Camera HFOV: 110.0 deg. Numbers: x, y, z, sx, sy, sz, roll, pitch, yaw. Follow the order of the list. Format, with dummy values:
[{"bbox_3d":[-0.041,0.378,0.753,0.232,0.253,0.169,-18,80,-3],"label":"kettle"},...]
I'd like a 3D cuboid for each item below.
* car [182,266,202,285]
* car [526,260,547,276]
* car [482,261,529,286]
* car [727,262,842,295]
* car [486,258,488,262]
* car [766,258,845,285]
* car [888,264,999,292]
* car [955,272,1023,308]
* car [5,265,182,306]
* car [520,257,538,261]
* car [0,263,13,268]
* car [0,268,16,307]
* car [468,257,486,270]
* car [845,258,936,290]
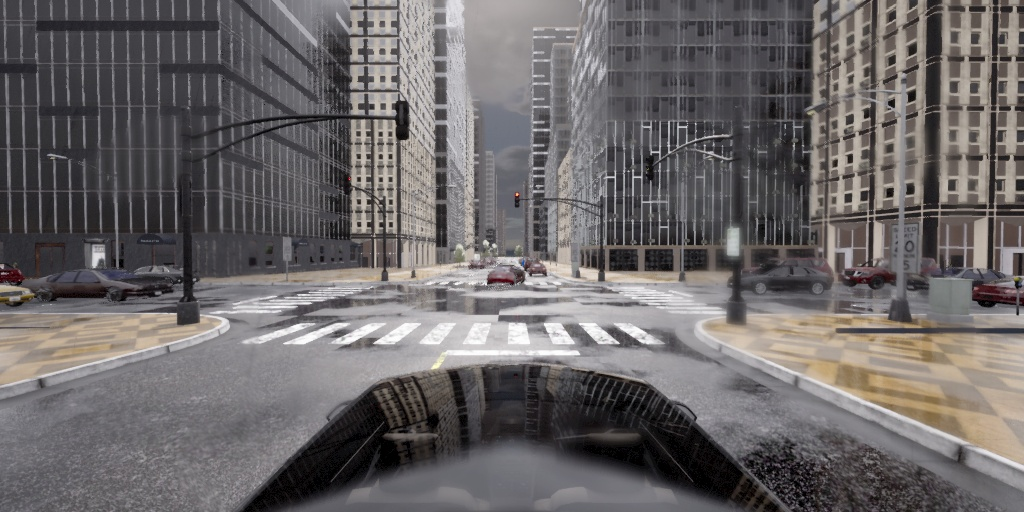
[{"bbox_3d":[-21.431,1.204,21.731,4.403,1.370,2.007,0,0,0],"label":"car"},{"bbox_3d":[2.563,1.318,35.930,1.802,1.307,4.207,0,0,0],"label":"car"},{"bbox_3d":[-0.375,1.305,25.624,1.994,1.385,4.181,0,0,14],"label":"car"},{"bbox_3d":[14.188,1.249,19.162,4.892,1.490,1.837,0,1,1],"label":"car"},{"bbox_3d":[-5.265,1.306,58.011,1.802,1.307,4.207,0,0,0],"label":"car"},{"bbox_3d":[16.579,1.023,21.783,5.009,1.841,2.192,0,0,0],"label":"car"},{"bbox_3d":[24.012,1.305,19.191,5.357,1.411,2.033,0,1,0],"label":"car"},{"bbox_3d":[20.191,1.417,13.650,4.207,1.307,1.802,0,0,0],"label":"car"},{"bbox_3d":[-18.633,1.289,16.180,5.357,1.411,2.033,0,1,0],"label":"car"},{"bbox_3d":[2.593,1.046,46.979,2.192,1.841,5.009,0,0,0],"label":"car"},{"bbox_3d":[-32.547,1.078,21.644,4.097,1.591,1.967,0,0,0],"label":"car"},{"bbox_3d":[-21.250,1.301,13.592,4.829,1.417,1.751,0,0,0],"label":"car"},{"bbox_3d":[-5.270,1.168,52.486,1.967,1.591,4.097,0,0,0],"label":"car"},{"bbox_3d":[22.911,1.032,21.792,5.009,1.841,2.192,0,0,0],"label":"car"}]
